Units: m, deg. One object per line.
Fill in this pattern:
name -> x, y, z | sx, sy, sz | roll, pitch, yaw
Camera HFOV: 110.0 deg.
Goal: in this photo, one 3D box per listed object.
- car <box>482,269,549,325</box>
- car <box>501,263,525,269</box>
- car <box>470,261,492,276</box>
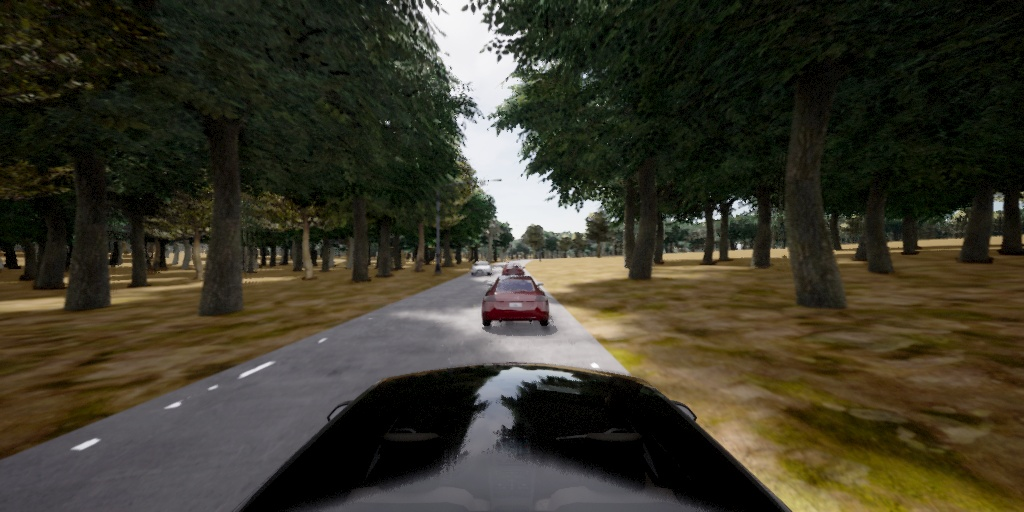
car -> 0.102, 1.313, 11.846 | 1.994, 1.385, 4.181 | 0, 0, 0
car -> 0.106, 1.279, 29.259 | 1.812, 1.442, 4.674 | 0, 0, 0
car -> -3.036, 1.277, 36.419 | 1.812, 1.442, 4.674 | 0, 0, 1
